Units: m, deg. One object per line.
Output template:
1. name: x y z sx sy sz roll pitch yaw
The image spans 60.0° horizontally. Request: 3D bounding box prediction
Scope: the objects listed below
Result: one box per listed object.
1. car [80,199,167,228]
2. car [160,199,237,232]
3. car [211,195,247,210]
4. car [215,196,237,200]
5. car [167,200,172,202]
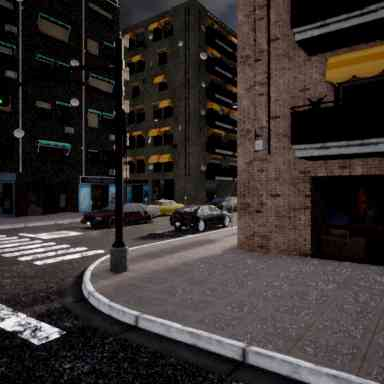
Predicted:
1. car: -4.280 1.348 20.910 2.033 1.411 5.357 0 1 36
2. car: 0.575 1.333 18.358 2.008 1.369 4.403 1 1 36
3. car: 4.129 1.111 36.582 1.752 1.417 4.829 1 1 36
4. car: 2.701 1.216 30.460 1.994 1.385 4.181 0 1 36
5. car: -2.561 1.252 27.424 1.752 1.417 4.829 1 1 36
